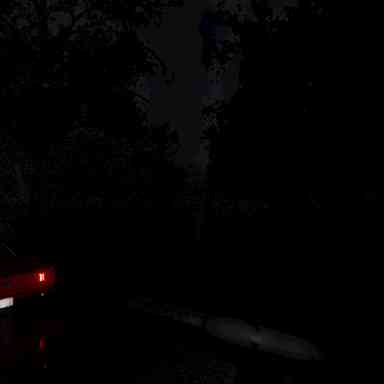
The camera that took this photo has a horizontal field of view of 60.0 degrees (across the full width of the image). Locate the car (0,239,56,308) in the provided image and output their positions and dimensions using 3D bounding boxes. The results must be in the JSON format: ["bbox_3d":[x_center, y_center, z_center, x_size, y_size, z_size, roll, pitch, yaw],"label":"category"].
[{"bbox_3d":[-4.993,1.611,6.964,4.718,1.301,1.895,0,0,36],"label":"car"}]

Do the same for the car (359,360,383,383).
[{"bbox_3d":[3.162,1.504,1.122,4.892,1.490,1.837,0,0,35],"label":"car"}]
